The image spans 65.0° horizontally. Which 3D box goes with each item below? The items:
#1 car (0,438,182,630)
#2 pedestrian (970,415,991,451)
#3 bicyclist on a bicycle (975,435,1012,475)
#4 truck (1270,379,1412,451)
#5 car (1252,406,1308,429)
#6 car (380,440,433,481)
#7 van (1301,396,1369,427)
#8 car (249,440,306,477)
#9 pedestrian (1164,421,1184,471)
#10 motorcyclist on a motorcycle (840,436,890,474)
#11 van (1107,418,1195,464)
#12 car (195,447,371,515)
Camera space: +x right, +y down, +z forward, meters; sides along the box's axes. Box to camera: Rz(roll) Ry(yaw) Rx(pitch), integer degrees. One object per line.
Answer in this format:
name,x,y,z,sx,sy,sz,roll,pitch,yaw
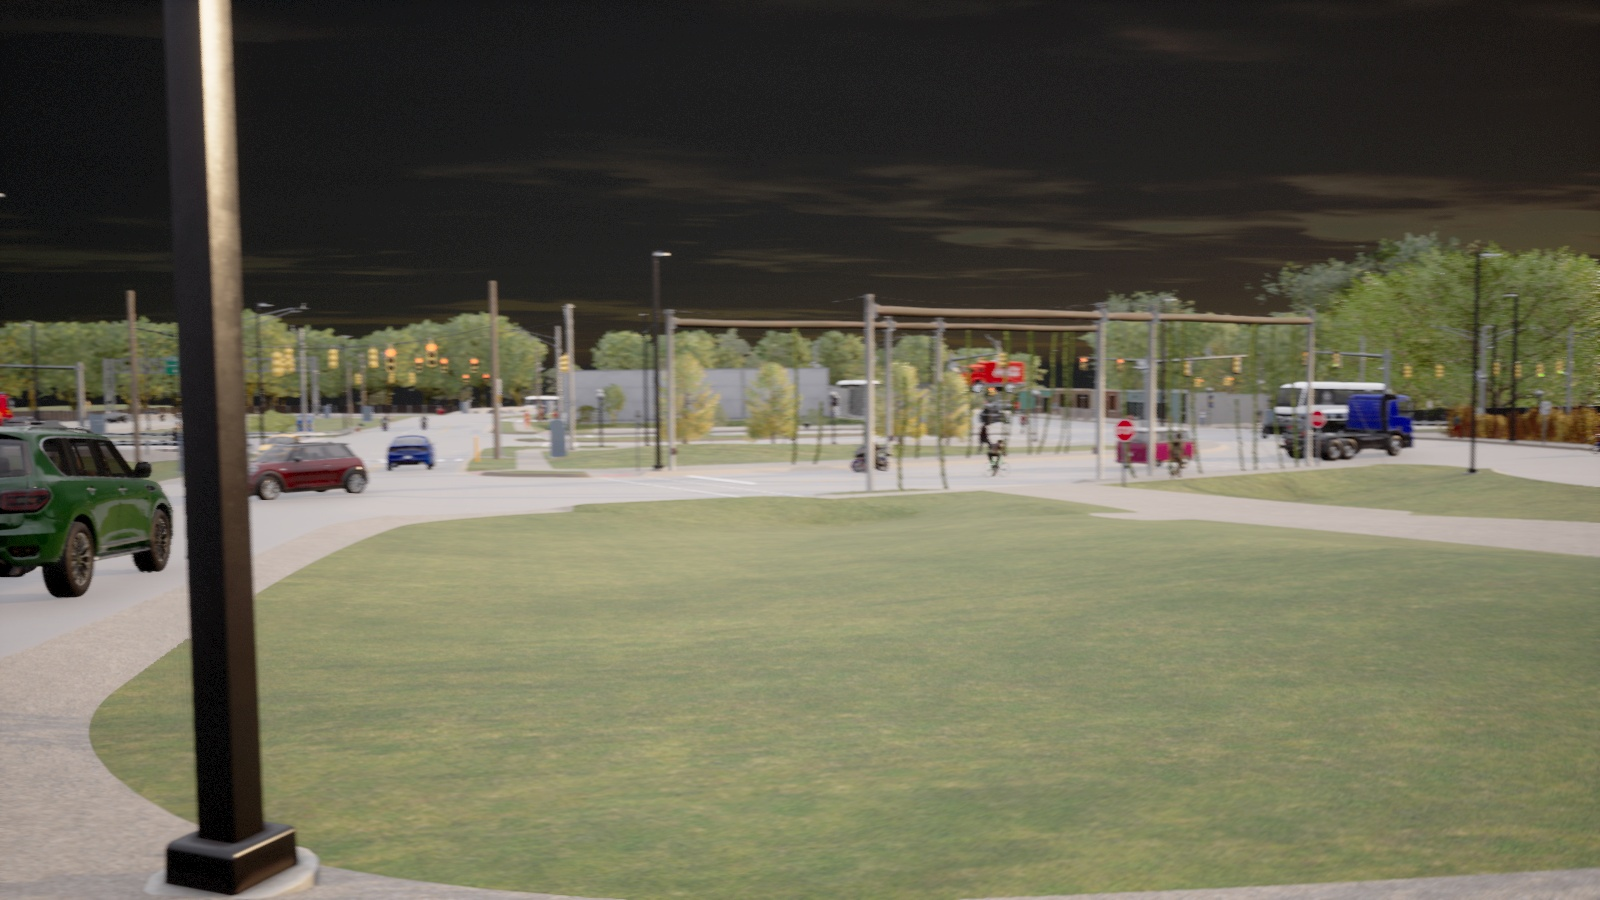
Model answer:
car,-9.884,0.961,16.090,2.150,2.045,5.566,-3,0,-12
pedestrian,9.732,-0.918,67.669,0.899,1.844,0.634,-5,5,-38
bicyclist on a bicycle,8.130,0.189,52.709,1.656,1.620,0.582,-3,4,-40
truck,29.653,-1.991,68.752,7.936,3.462,2.891,-5,5,-29
car,33.490,-2.270,87.717,1.789,1.549,3.705,-3,2,-14
car,-17.498,0.438,56.021,1.882,1.535,5.008,-3,2,-14
van,37.269,-2.668,87.656,2.069,2.038,4.480,-3,2,-13
car,-26.778,0.402,64.517,1.801,1.575,5.366,-3,3,-14
pedestrian,14.697,-0.155,49.384,0.692,1.930,0.396,-5,5,-37
motorcyclist on a motorcycle,2.869,0.196,55.096,2.191,1.530,0.866,-3,4,-40
van,16.769,-0.481,59.912,4.442,1.987,1.775,-3,4,-39
car,-15.917,0.913,38.869,2.097,1.767,4.553,-1,2,34
